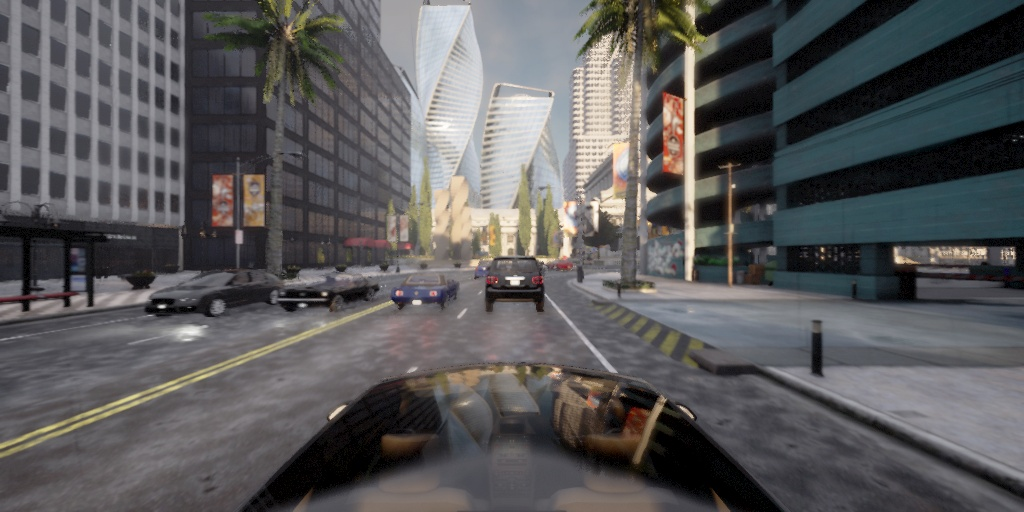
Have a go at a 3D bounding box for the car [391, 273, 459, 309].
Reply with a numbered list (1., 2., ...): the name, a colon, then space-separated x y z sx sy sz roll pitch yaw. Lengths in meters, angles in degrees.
1. car: -3.402 1.376 15.056 1.895 1.301 4.718 0 0 0

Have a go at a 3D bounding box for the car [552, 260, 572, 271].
1. car: 6.781 1.322 53.039 5.008 1.535 1.882 0 0 -41

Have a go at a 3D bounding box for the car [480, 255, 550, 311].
1. car: 0.105 0.995 14.737 2.150 2.045 5.566 0 0 0

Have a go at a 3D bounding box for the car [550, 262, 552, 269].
1. car: 1.893 1.294 32.719 2.128 1.511 4.902 0 0 16

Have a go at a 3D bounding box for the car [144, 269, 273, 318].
1. car: -10.546 1.277 13.249 1.837 1.490 4.892 0 0 1

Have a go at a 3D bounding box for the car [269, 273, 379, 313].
1. car: -7.069 1.374 14.325 1.895 1.301 4.718 0 0 0

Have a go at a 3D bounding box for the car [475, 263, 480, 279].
1. car: -1.752 1.159 32.560 2.097 1.767 4.553 0 0 14
